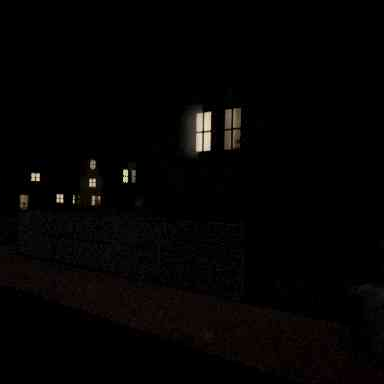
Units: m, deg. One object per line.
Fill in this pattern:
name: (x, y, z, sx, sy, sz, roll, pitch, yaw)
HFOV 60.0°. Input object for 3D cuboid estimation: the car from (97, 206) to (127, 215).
car: (-6.978, 1.926, 28.191, 1.812, 1.442, 4.674, 2, 0, 36)
